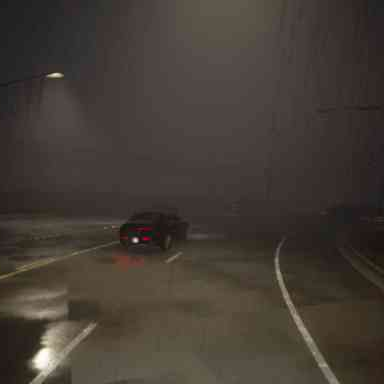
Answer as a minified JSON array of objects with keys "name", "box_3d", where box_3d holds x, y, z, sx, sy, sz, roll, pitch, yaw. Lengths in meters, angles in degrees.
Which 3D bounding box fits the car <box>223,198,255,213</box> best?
[{"name":"car","box_3d":[6.887,1.941,47.878,2.150,2.045,5.566,0,-1,44]}]

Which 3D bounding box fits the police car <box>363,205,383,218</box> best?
[{"name":"police car","box_3d":[23.029,2.479,42.668,5.238,1.638,1.930,2,-1,-42]}]

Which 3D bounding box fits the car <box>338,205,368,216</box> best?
[{"name":"car","box_3d":[23.893,2.685,49.360,4.902,1.511,2.128,2,-2,-38]}]

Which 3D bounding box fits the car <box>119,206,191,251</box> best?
[{"name":"car","box_3d":[-1.445,1.558,14.594,1.837,1.490,4.892,0,-1,16]}]

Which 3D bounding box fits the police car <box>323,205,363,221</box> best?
[{"name":"police car","box_3d":[16.581,2.226,36.291,1.930,1.638,5.238,1,-1,43]}]

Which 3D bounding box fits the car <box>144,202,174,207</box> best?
[{"name":"car","box_3d":[-2.985,1.653,29.197,2.128,1.511,4.902,1,-1,30]}]

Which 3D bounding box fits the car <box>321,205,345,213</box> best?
[{"name":"car","box_3d":[25.039,3.019,58.991,4.181,1.385,1.994,3,-2,-37]}]
